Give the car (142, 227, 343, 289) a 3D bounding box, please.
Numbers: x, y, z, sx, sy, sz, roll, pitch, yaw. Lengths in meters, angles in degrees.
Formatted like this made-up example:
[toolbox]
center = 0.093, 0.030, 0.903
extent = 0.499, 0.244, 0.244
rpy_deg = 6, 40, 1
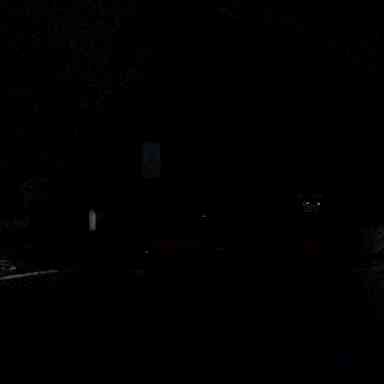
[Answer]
[car]
center = 1.155, 1.582, 8.604
extent = 4.718, 1.301, 1.895
rpy_deg = -1, 0, 7
